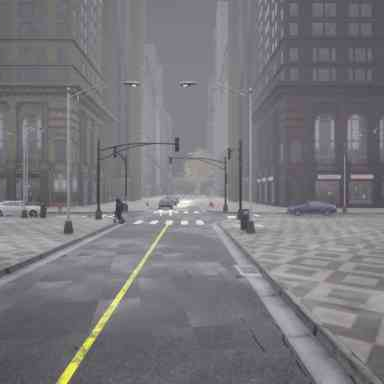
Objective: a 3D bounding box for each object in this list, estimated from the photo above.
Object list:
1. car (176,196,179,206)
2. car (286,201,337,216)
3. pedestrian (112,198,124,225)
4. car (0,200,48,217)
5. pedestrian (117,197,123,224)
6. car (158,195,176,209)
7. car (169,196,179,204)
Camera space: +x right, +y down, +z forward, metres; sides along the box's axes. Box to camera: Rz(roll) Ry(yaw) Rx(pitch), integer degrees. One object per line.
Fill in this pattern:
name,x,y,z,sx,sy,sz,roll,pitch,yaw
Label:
car,-3.502,1.354,54.458,2.097,1.767,4.553,0,0,0
car,11.633,1.564,32.455,4.674,1.442,1.812,0,0,1
pedestrian,-4.973,1.293,22.419,0.375,1.860,0.375,0,0,0
car,-15.062,1.474,29.056,4.674,1.442,1.812,0,0,-2
pedestrian,-4.981,1.293,23.028,0.375,1.860,0.375,0,0,0
car,-3.458,1.546,44.496,2.033,1.411,5.357,0,0,-4
car,-3.530,1.539,66.068,1.812,1.442,4.674,0,0,0
